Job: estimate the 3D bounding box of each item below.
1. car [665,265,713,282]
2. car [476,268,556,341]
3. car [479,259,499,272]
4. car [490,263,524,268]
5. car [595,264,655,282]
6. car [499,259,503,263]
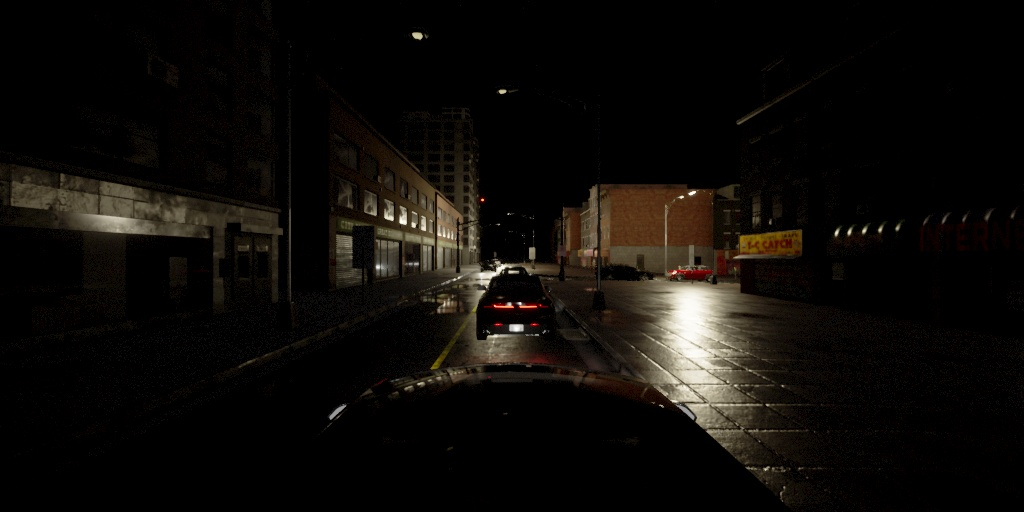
[{"bbox_3d":[16.336,1.571,33.113,4.097,1.591,1.967,0,0,0],"label":"car"},{"bbox_3d":[0.086,1.255,9.916,1.837,1.490,4.892,0,0,0],"label":"car"},{"bbox_3d":[-2.814,1.252,42.931,1.837,1.490,4.892,0,0,-2],"label":"car"},{"bbox_3d":[0.095,1.297,19.527,2.033,1.411,5.357,0,0,0],"label":"car"},{"bbox_3d":[9.510,1.483,30.362,4.892,1.490,1.837,1,1,1],"label":"car"},{"bbox_3d":[-2.877,1.264,59.729,1.812,1.442,4.674,0,0,0],"label":"car"}]
